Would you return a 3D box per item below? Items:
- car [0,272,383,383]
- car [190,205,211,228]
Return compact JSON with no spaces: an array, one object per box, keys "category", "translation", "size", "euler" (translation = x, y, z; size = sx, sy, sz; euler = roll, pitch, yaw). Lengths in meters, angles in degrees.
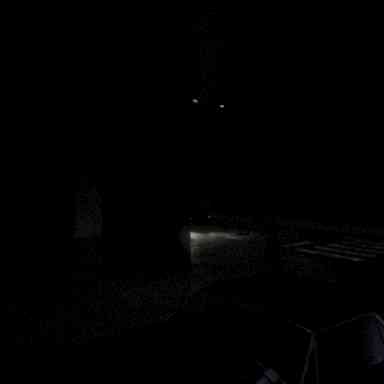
[{"category":"car","translation":[0.612,1.603,3.101],"size":[4.718,1.301,1.895],"euler":[0,0,-35]},{"category":"car","translation":[-0.846,1.390,20.716],"size":[1.882,1.535,5.008],"euler":[1,0,-36]}]
